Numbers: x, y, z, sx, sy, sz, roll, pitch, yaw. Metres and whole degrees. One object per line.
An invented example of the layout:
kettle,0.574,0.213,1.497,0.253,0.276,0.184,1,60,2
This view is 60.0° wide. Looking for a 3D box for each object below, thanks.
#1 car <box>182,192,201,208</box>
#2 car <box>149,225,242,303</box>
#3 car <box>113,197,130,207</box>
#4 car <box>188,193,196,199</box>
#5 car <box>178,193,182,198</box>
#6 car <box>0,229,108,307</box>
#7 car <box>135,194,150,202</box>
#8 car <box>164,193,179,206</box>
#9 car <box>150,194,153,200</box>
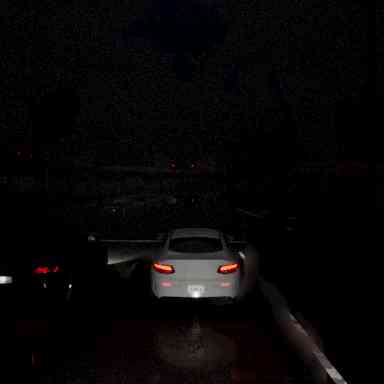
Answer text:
car,0.077,1.165,47.178,2.150,2.045,5.566,0,0,0
car,0.077,1.526,8.090,1.812,1.442,4.674,0,0,0
car,-10.613,1.448,50.120,1.812,1.442,4.674,0,0,0
car,-0.045,0.901,86.663,2.033,1.411,5.357,0,1,0
car,-3.546,0.867,89.161,1.994,1.385,4.181,0,1,0
car,-3.423,1.564,8.043,1.994,1.385,4.181,0,0,0
car,-10.535,1.304,68.740,1.895,1.301,4.718,0,1,0
car,-3.439,1.413,53.740,1.812,1.442,4.674,0,1,0
car,-10.541,1.062,79.752,1.994,1.385,4.181,0,1,0
